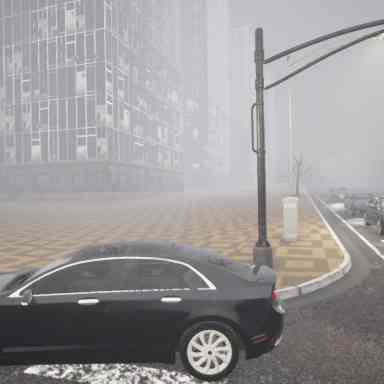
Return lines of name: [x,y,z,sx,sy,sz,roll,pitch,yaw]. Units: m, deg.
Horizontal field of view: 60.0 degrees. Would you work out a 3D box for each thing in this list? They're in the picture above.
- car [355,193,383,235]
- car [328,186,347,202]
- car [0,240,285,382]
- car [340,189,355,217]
car: [8.823,0.928,14.523,2.128,1.511,4.902,-1,2,18]
car: [15.084,0.173,34.212,2.128,1.511,4.902,-1,2,18]
car: [-1.188,1.505,4.804,4.892,1.490,1.837,0,0,-1]
car: [10.830,0.757,20.865,1.994,1.385,4.181,-1,2,17]
